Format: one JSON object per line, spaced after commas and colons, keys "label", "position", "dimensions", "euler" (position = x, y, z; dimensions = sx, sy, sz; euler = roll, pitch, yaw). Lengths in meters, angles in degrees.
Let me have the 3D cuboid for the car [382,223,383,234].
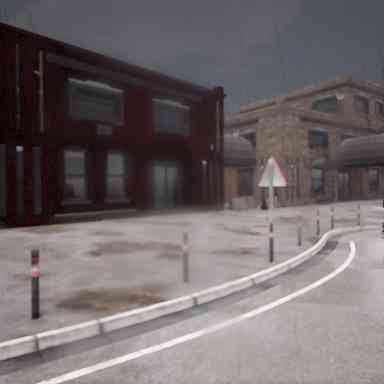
{"label": "car", "position": [10.660, 1.290, 14.851], "dimensions": [4.892, 1.490, 1.837], "euler": [-1, -1, -24]}
